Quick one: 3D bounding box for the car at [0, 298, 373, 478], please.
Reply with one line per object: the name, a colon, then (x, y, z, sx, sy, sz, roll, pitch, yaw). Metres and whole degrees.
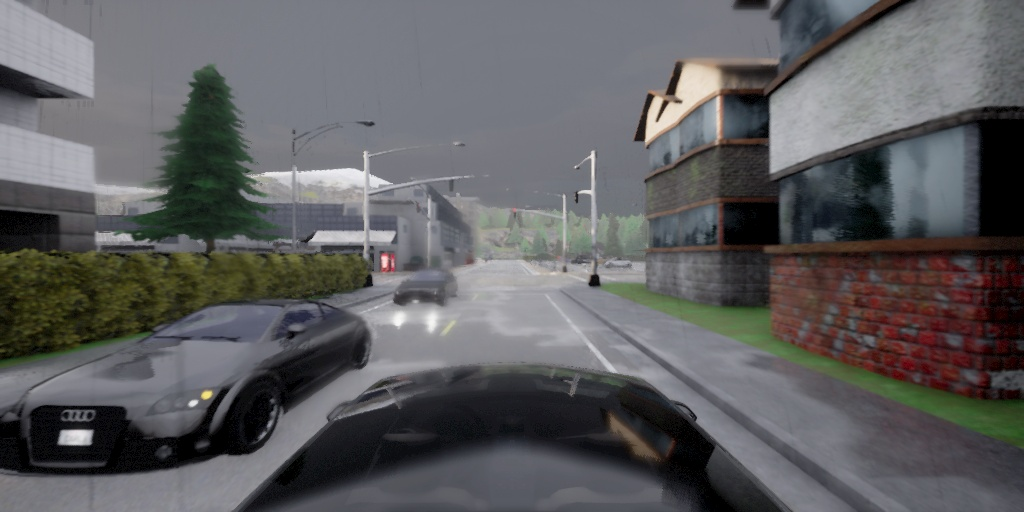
car: (-3.581, 1.312, 4.949, 1.994, 1.385, 4.181, 0, 0, 1)

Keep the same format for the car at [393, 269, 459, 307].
car: (-3.519, 1.284, 15.780, 2.033, 1.411, 5.357, 0, 0, 0)
